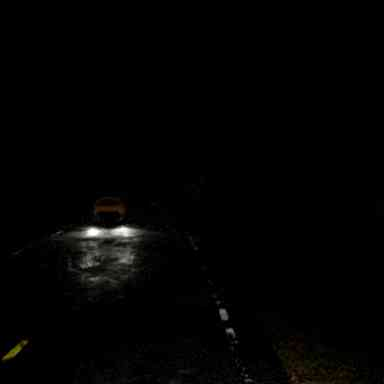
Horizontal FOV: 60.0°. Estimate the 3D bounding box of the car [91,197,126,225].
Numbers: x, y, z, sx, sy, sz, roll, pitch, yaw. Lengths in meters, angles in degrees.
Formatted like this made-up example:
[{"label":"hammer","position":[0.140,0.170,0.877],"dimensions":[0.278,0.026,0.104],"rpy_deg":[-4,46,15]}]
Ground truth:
[{"label":"car","position":[-5.200,1.050,20.712],"dimensions":[1.882,1.535,5.008],"rpy_deg":[0,1,-15]}]
